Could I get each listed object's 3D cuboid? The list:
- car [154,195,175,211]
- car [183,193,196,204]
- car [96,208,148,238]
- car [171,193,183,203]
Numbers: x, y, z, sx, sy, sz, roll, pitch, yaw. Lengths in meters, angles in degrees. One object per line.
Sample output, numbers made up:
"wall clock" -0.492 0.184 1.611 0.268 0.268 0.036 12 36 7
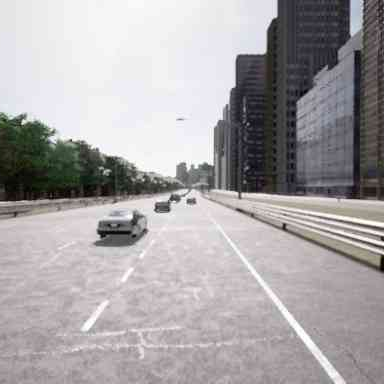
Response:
"car" -3.603 1.528 41.539 2.128 1.511 4.902 0 0 0
"car" -0.158 1.575 68.085 2.128 1.511 4.902 0 0 0
"car" -3.522 1.556 17.533 2.033 1.411 5.357 0 0 0
"car" -3.803 1.322 74.126 2.150 2.045 5.566 0 0 0
